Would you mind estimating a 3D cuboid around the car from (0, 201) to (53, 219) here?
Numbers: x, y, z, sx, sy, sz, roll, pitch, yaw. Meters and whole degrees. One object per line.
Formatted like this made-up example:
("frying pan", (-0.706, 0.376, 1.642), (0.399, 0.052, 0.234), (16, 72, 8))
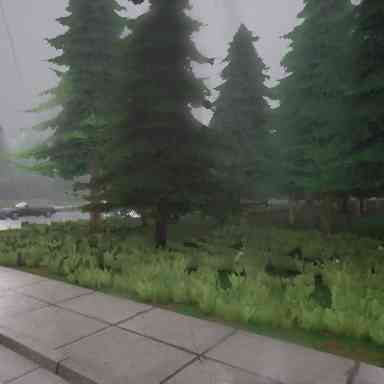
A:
("car", (-13.725, 1.499, 27.915), (1.812, 1.442, 4.674), (0, 0, 34))
